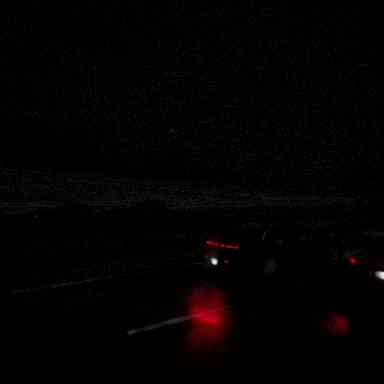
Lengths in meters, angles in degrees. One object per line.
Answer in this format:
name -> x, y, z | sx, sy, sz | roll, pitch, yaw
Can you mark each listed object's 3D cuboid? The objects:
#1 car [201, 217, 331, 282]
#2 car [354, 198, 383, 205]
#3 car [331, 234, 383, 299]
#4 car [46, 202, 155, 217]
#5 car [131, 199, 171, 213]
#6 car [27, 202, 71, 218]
car -> 2.534, 1.511, 9.853 | 4.892, 1.490, 1.837 | 0, 0, -35
car -> 25.535, 1.556, 47.968 | 5.357, 1.411, 2.033 | 0, 0, -35
car -> 5.304, 1.570, 7.529 | 4.181, 1.385, 1.994 | 0, 0, -36
car -> -4.794, 1.496, 17.770 | 4.902, 1.511, 2.128 | 0, 0, -36
car -> -3.681, 1.359, 22.863 | 4.553, 1.767, 2.097 | 0, 0, -35
car -> -8.889, 1.482, 23.448 | 5.008, 1.535, 1.882 | 0, 0, -36
